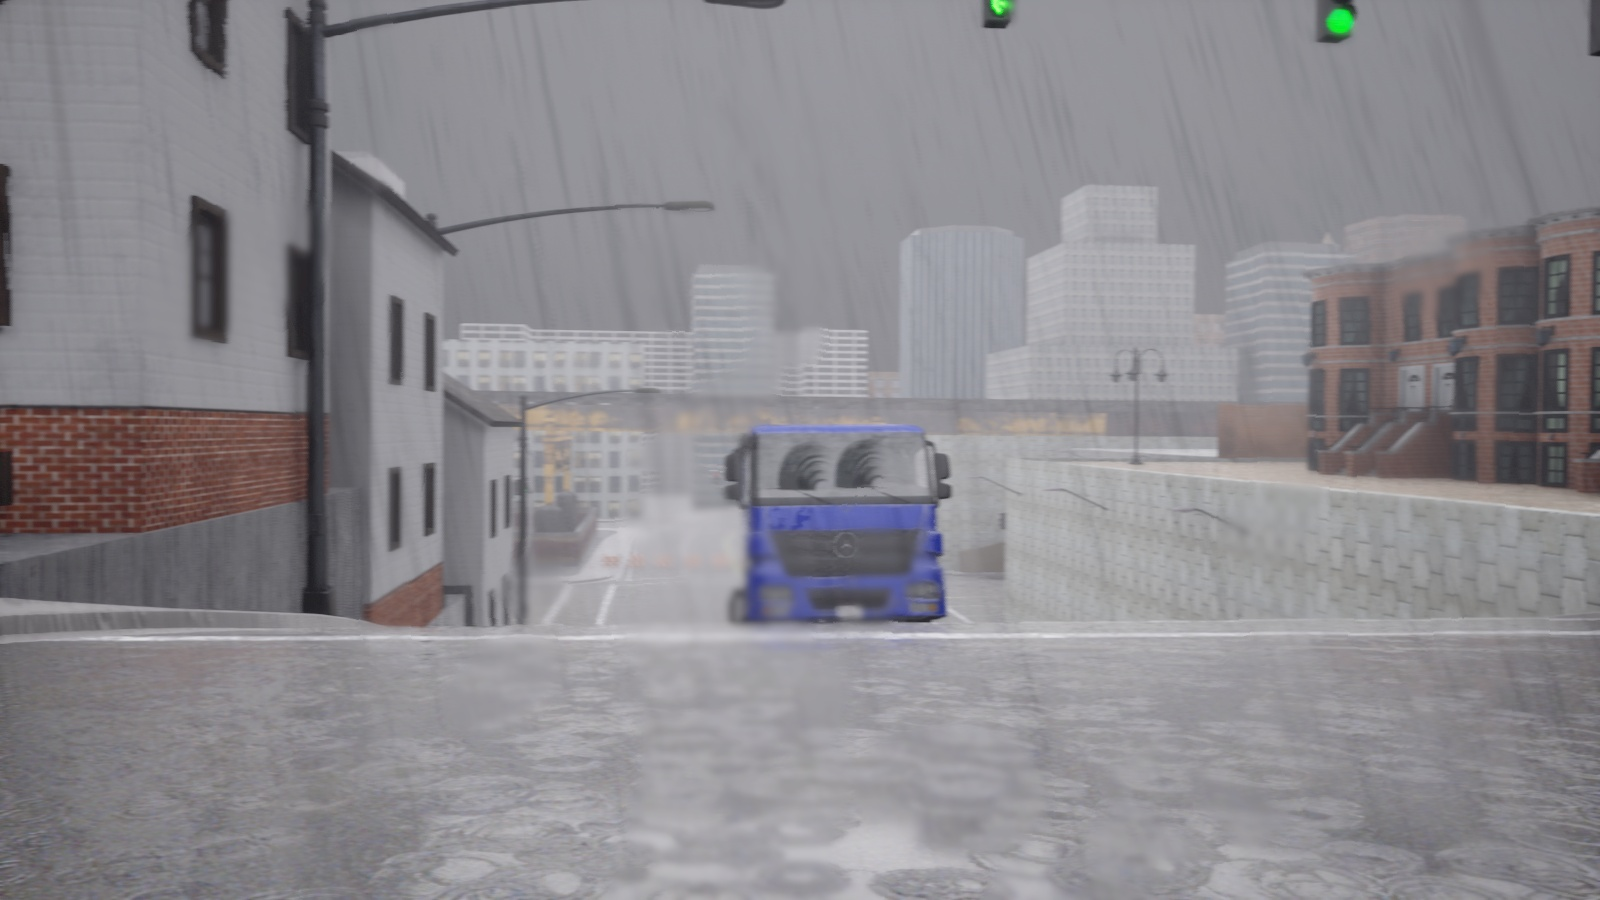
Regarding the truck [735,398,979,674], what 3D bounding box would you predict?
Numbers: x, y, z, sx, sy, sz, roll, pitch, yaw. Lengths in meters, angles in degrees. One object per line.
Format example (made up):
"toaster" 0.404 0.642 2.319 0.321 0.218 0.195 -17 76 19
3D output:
"truck" 0.572 1.818 21.226 2.891 3.462 7.936 -1 -12 -6
